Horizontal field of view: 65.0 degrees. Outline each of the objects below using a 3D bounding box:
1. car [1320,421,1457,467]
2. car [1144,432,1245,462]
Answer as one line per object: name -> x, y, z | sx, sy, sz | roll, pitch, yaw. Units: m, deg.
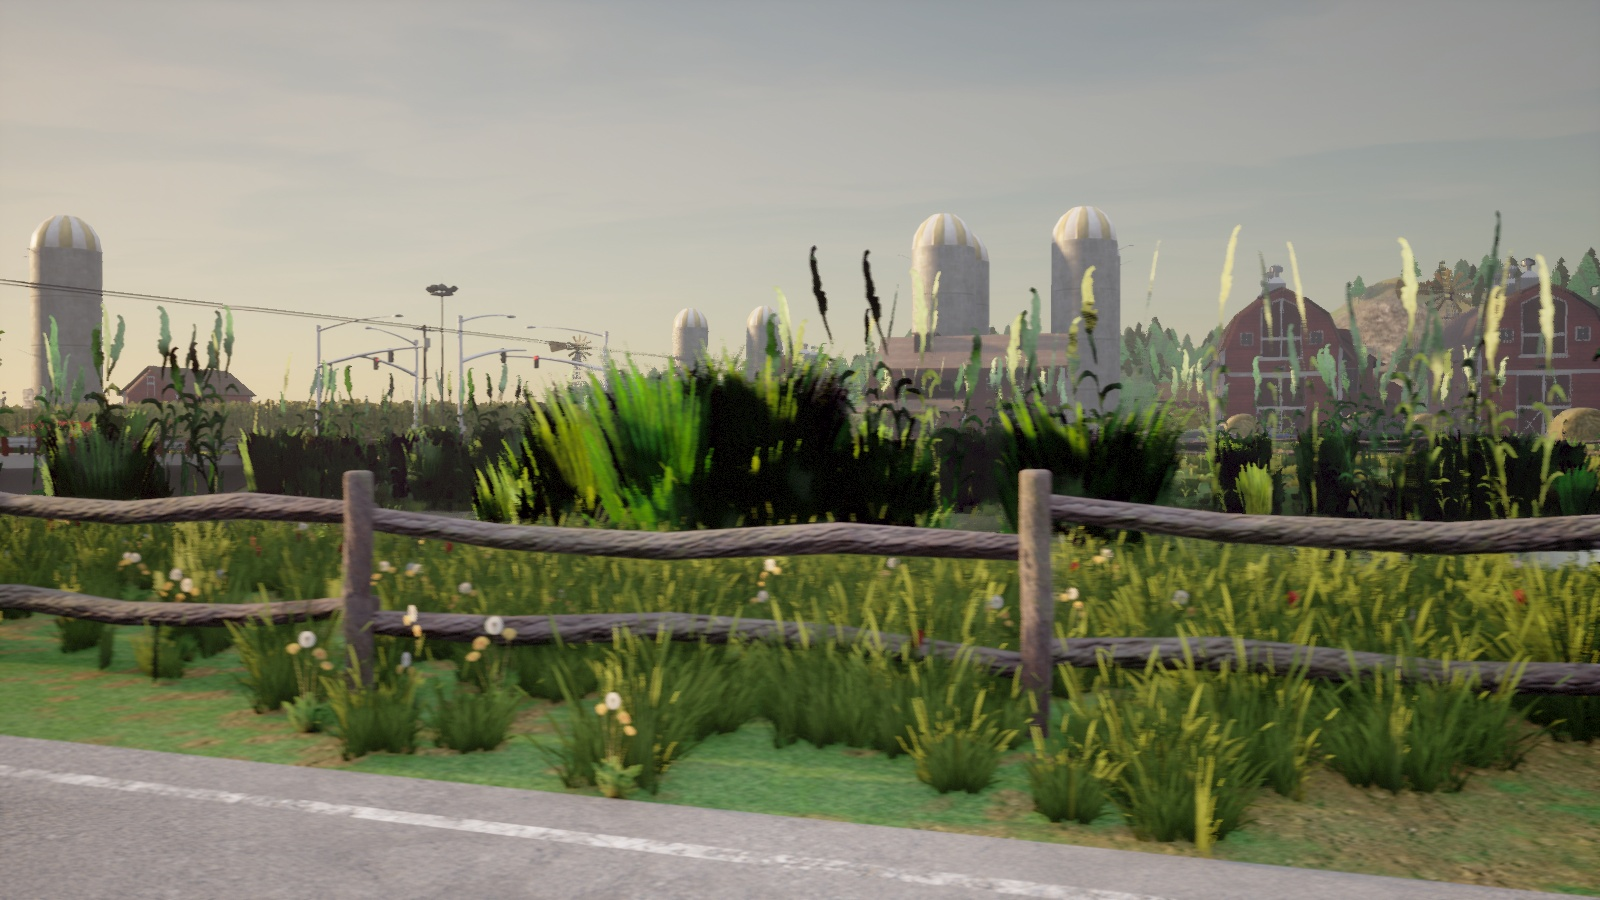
car -> 27.388, -0.314, 58.679 | 5.566, 2.045, 2.150 | 1, 1, 19
car -> 20.358, -0.152, 64.805 | 4.892, 1.490, 1.837 | 1, 1, 19
